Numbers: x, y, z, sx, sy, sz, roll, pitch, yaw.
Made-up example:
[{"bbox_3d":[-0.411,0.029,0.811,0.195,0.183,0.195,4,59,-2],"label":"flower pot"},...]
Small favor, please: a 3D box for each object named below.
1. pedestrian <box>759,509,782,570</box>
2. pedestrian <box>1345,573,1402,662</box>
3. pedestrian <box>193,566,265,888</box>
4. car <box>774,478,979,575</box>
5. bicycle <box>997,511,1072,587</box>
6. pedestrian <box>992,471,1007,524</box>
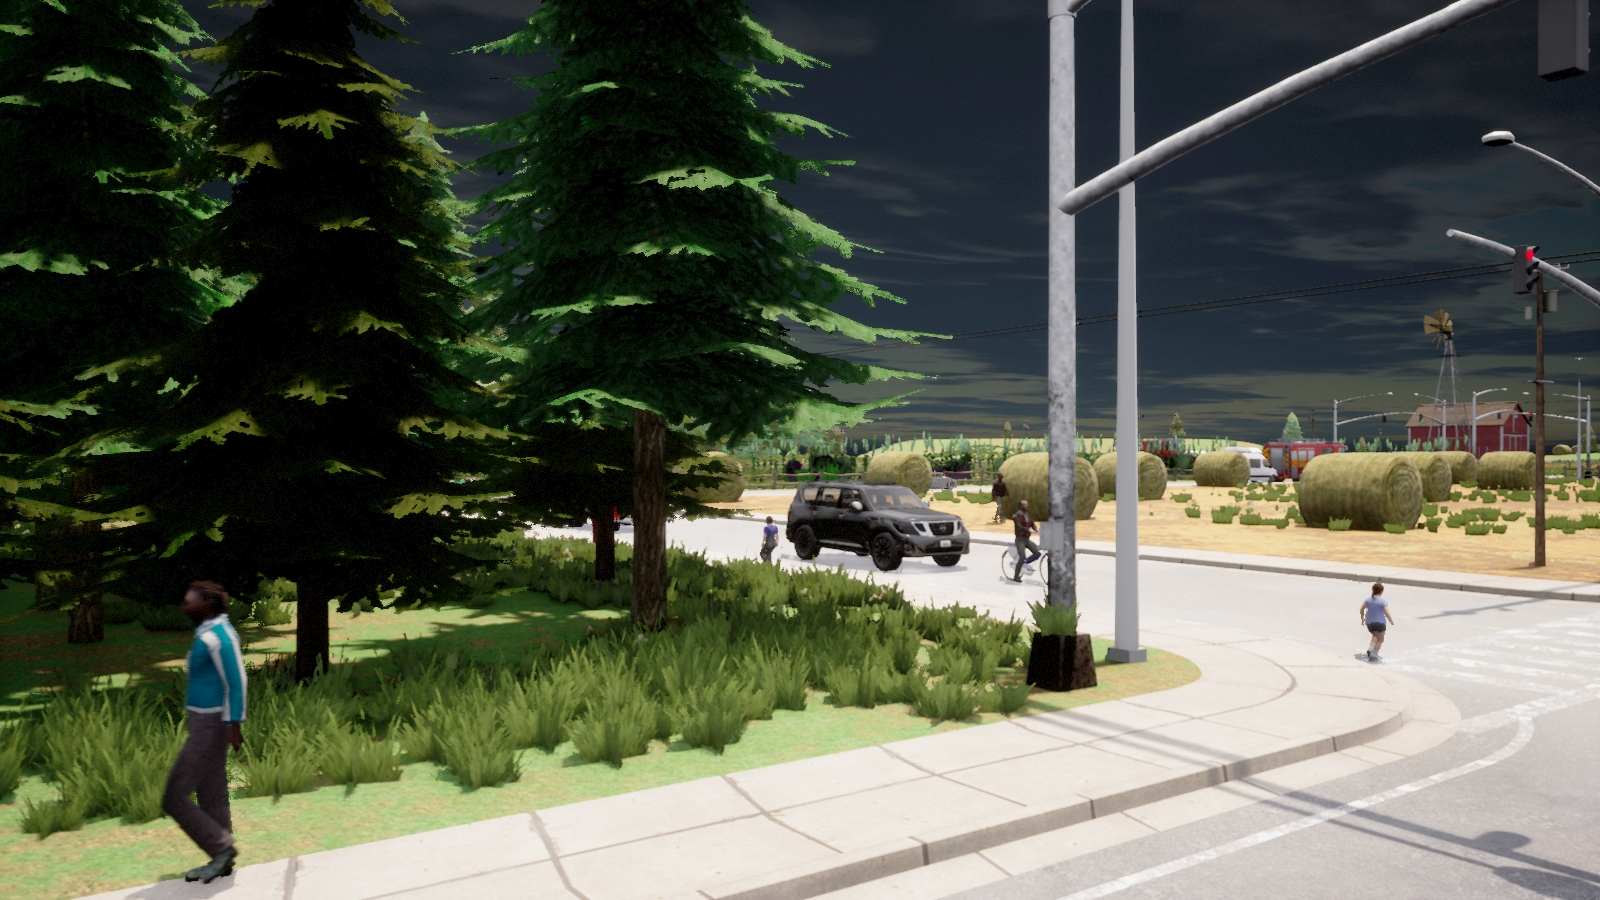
[{"bbox_3d":[-0.658,1.981,25.349,0.375,1.300,0.375,0,0,-35],"label":"pedestrian"},{"bbox_3d":[7.697,2.236,15.327,0.500,1.100,0.500,0,0,-34],"label":"pedestrian"},{"bbox_3d":[-3.522,1.670,7.042,0.375,1.860,0.375,0,0,-29],"label":"pedestrian"},{"bbox_3d":[1.773,1.788,28.694,2.150,2.045,5.566,0,0,-34],"label":"car"},{"bbox_3d":[4.924,2.069,24.128,0.329,1.471,1.835,0,0,-34],"label":"bicycle"},{"bbox_3d":[7.132,1.695,40.829,0.375,1.860,0.375,0,0,-21],"label":"pedestrian"}]
